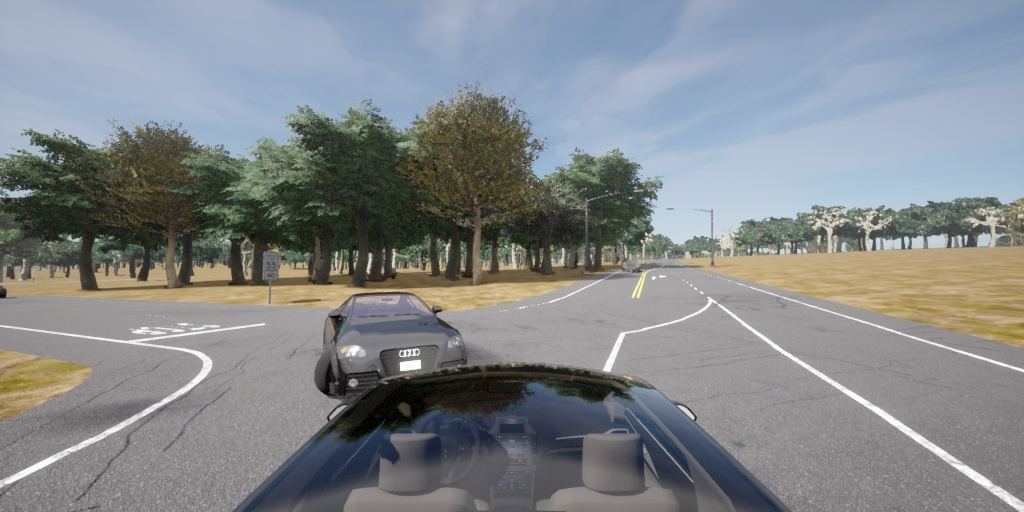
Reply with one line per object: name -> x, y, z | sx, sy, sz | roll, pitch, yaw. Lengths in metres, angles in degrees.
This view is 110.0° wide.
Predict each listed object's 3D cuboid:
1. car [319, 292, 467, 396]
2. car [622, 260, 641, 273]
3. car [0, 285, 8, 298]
car -> -2.354, 1.377, 6.660 | 1.994, 1.385, 4.181 | 1, -2, -29
car -> 16.105, 1.341, 48.083 | 2.097, 1.767, 4.553 | 0, 0, 24
car -> -40.852, 2.566, 27.440 | 4.181, 1.385, 1.994 | -2, -3, 22
